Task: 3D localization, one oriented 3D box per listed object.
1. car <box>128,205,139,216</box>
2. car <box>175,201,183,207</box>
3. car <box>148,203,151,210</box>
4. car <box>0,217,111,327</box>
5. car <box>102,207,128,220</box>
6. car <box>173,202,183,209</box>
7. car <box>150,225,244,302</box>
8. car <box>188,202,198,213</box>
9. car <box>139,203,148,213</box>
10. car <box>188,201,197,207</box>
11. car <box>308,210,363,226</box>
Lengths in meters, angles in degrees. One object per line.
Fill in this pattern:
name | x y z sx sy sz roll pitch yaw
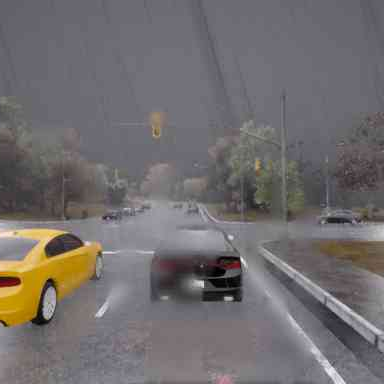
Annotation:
car | -10.472 3.206 54.581 1.812 1.442 4.674 0 -1 0
car | -3.440 3.158 86.702 1.994 1.385 4.181 0 0 -3
car | -10.346 3.223 75.267 2.033 1.411 5.357 0 0 0
car | -3.406 1.542 7.248 1.882 1.535 5.008 0 -1 0
car | -10.519 2.998 44.711 2.033 1.411 5.357 0 -2 1
car | -3.343 3.176 76.633 1.837 1.490 4.892 0 0 0
car | 0.102 1.565 8.490 1.882 1.535 5.008 0 -1 0
car | 0.230 3.243 63.845 2.128 1.511 4.902 0 0 0
car | -10.408 3.240 64.686 2.128 1.511 4.902 0 0 1
car | 0.061 3.164 86.681 1.994 1.385 4.181 0 0 -3
car | 13.575 2.424 31.560 4.902 1.511 2.128 0 -2 -3
